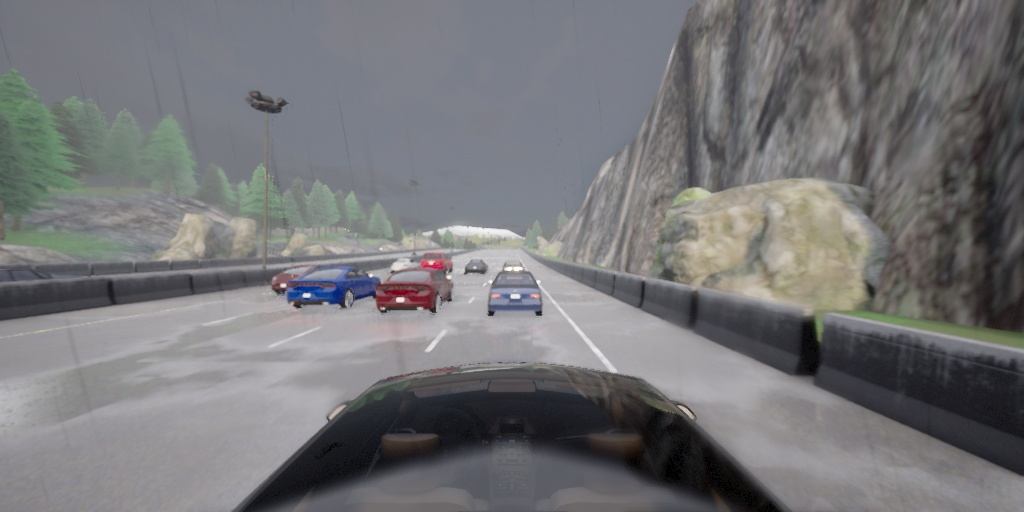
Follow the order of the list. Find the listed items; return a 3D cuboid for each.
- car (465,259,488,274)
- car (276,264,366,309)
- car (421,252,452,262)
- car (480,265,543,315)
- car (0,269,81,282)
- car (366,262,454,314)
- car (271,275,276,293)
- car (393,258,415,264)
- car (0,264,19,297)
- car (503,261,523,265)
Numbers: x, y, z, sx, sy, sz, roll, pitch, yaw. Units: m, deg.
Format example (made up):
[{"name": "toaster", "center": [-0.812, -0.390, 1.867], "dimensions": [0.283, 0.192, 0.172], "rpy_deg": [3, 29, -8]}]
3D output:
[{"name": "car", "center": [-3.403, 0.993, 34.672], "dimensions": [1.994, 1.385, 4.181], "rpy_deg": [0, 1, 0]}, {"name": "car", "center": [-6.901, 1.150, 14.533], "dimensions": [1.882, 1.535, 5.008], "rpy_deg": [0, 1, 0]}, {"name": "car", "center": [-6.902, 0.672, 33.262], "dimensions": [2.150, 2.045, 5.566], "rpy_deg": [0, 1, 0]}, {"name": "car", "center": [0.099, 1.231, 13.192], "dimensions": [2.033, 1.411, 5.357], "rpy_deg": [0, 0, 0]}, {"name": "car", "center": [-21.101, 1.220, 14.484], "dimensions": [2.033, 1.411, 5.357], "rpy_deg": [0, 1, 0]}, {"name": "car", "center": [-3.400, 1.159, 13.389], "dimensions": [1.882, 1.535, 5.008], "rpy_deg": [0, 0, 0]}, {"name": "car", "center": [-10.416, 1.160, 18.663], "dimensions": [1.812, 1.442, 4.674], "rpy_deg": [0, 1, 0]}, {"name": "car", "center": [-10.402, 0.948, 35.099], "dimensions": [1.812, 1.442, 4.674], "rpy_deg": [0, 1, 0]}, {"name": "car", "center": [-24.600, 1.162, 14.644], "dimensions": [2.128, 1.511, 4.902], "rpy_deg": [0, 1, 0]}, {"name": "car", "center": [0.098, 1.065, 32.313], "dimensions": [1.895, 1.301, 4.718], "rpy_deg": [0, 1, 0]}]
